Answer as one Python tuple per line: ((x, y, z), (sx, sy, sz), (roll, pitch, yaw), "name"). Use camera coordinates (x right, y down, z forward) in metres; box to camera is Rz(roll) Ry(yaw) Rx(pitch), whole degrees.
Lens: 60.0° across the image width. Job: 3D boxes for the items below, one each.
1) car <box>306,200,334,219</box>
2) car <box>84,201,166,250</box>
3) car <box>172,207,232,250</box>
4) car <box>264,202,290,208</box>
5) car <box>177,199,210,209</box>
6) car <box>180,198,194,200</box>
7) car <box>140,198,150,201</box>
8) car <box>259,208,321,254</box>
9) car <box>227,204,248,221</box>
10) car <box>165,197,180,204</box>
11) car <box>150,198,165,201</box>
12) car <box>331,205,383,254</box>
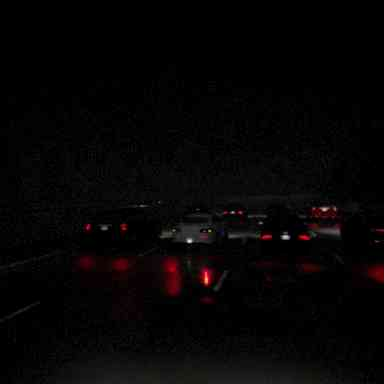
((10.679, 1.415, 27.612), (2.097, 1.767, 4.553), (-1, -1, 14), "car")
((-3.022, 1.503, 15.468), (2.097, 1.767, 4.553), (-1, -1, 14), "car")
((0.453, 1.630, 14.934), (1.812, 1.442, 4.674), (-1, 0, 14), "car")
((7.329, 1.623, 28.637), (1.837, 1.490, 4.892), (-1, 0, 14), "car")
((0.521, 1.708, 30.264), (2.128, 1.511, 4.902), (-1, 0, 14), "car")
((-0.284, 2.068, 72.026), (2.033, 1.411, 5.357), (-1, 0, 13), "car")
((-10.494, 2.202, 74.469), (2.128, 1.511, 4.902), (-1, 0, 13), "car")
((3.764, 1.600, 13.748), (2.033, 1.411, 5.357), (-1, 0, 13), "car")
((3.851, 1.712, 29.150), (2.033, 1.411, 5.357), (-1, 0, 13), "car")
((-3.682, 1.933, 72.871), (2.097, 1.767, 4.553), (-1, 0, 13), "car")
((-7.091, 2.128, 73.655), (1.837, 1.490, 4.892), (-1, 0, 13), "car")
((7.240, 1.497, 13.226), (2.128, 1.511, 4.902), (-1, 0, 14), "car")
